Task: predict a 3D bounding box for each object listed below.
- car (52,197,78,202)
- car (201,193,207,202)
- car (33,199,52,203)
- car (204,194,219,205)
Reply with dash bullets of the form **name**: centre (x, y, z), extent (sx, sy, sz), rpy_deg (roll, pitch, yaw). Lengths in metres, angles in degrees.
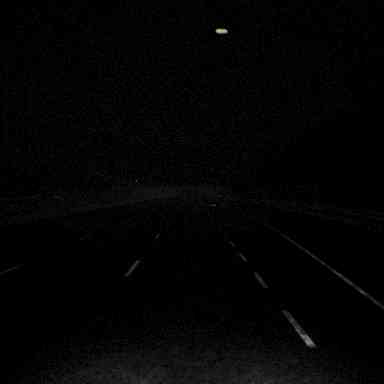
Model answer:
- **car**: centre (-17.509, 1.497, 47.249), extent (1.882, 1.535, 5.008), rpy_deg (0, 0, 0)
- **car**: centre (3.509, 1.474, 73.881), extent (1.882, 1.535, 5.008), rpy_deg (0, 0, 0)
- **car**: centre (-21.000, 1.619, 47.864), extent (1.895, 1.301, 4.718), rpy_deg (0, 0, 0)
- **car**: centre (3.506, 1.555, 57.356), extent (1.994, 1.385, 4.181), rpy_deg (0, 0, 0)
